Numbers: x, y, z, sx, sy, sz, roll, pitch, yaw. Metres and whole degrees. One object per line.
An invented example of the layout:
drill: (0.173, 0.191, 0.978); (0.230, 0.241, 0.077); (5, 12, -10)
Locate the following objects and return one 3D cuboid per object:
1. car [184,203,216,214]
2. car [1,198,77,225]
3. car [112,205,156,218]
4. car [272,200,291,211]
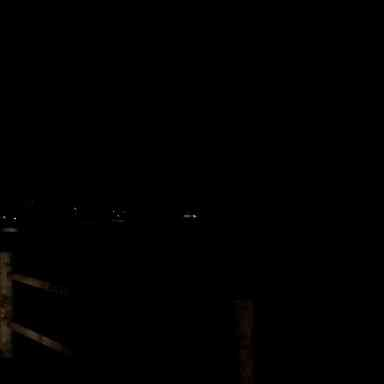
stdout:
car: (1.177, 2.204, 43.941); (2.033, 1.411, 5.357); (-1, -1, 36)
car: (-11.831, 1.507, 26.195); (2.150, 2.045, 5.566); (-1, -1, 36)
car: (-5.906, 2.055, 34.287); (1.895, 1.301, 4.718); (-1, -1, 36)
car: (15.982, 2.339, 59.204); (2.097, 1.767, 4.553); (-1, -1, 38)
